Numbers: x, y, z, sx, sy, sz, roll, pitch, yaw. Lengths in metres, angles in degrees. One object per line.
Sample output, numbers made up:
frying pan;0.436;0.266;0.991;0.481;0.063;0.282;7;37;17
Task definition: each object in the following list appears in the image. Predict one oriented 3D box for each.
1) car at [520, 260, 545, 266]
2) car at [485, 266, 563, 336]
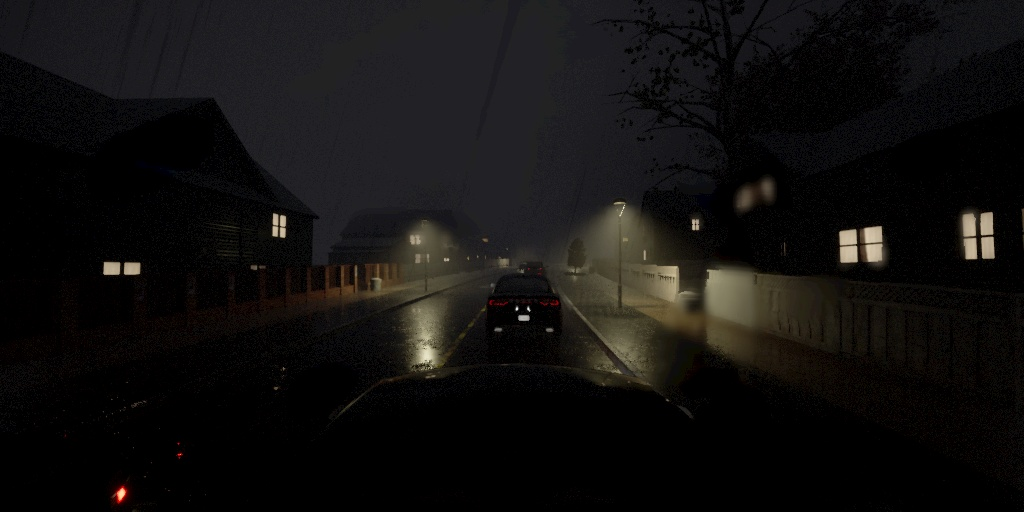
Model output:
car;2.101;1.248;31.436;1.837;1.490;4.892;0;0;7
car;0.345;1.231;10.477;1.882;1.535;5.008;0;0;2
